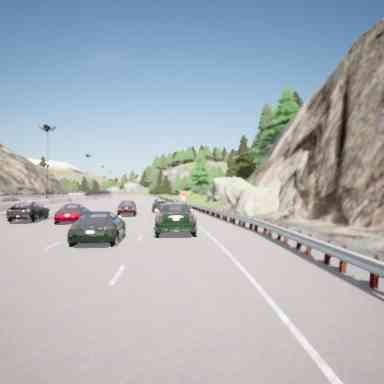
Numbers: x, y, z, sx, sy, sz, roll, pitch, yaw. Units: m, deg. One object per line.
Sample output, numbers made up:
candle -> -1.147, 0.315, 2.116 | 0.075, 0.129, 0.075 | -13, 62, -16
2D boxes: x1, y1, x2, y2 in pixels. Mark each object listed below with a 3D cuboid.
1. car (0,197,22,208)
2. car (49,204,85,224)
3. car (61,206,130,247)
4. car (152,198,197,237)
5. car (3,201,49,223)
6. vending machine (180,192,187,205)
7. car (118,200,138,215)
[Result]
car -> -26.606, 1.516, 48.587 | 1.812, 1.442, 4.674 | 0, 0, -8
car -> -8.761, 1.550, 24.685 | 1.994, 1.385, 4.181 | 0, 0, -7
car -> -4.187, 1.553, 15.141 | 1.994, 1.385, 4.181 | 0, 0, -5
car -> -0.966, 1.330, 18.156 | 2.097, 1.767, 4.553 | 0, 0, -5
car -> -12.391, 1.483, 25.455 | 2.128, 1.511, 4.902 | 0, 0, -8
vending machine -> -1.536, 1.125, 57.104 | 1.100, 2.100, 0.880 | 0, 0, -9
car -> -6.356, 1.518, 32.809 | 2.033, 1.411, 5.357 | 0, 0, -9
